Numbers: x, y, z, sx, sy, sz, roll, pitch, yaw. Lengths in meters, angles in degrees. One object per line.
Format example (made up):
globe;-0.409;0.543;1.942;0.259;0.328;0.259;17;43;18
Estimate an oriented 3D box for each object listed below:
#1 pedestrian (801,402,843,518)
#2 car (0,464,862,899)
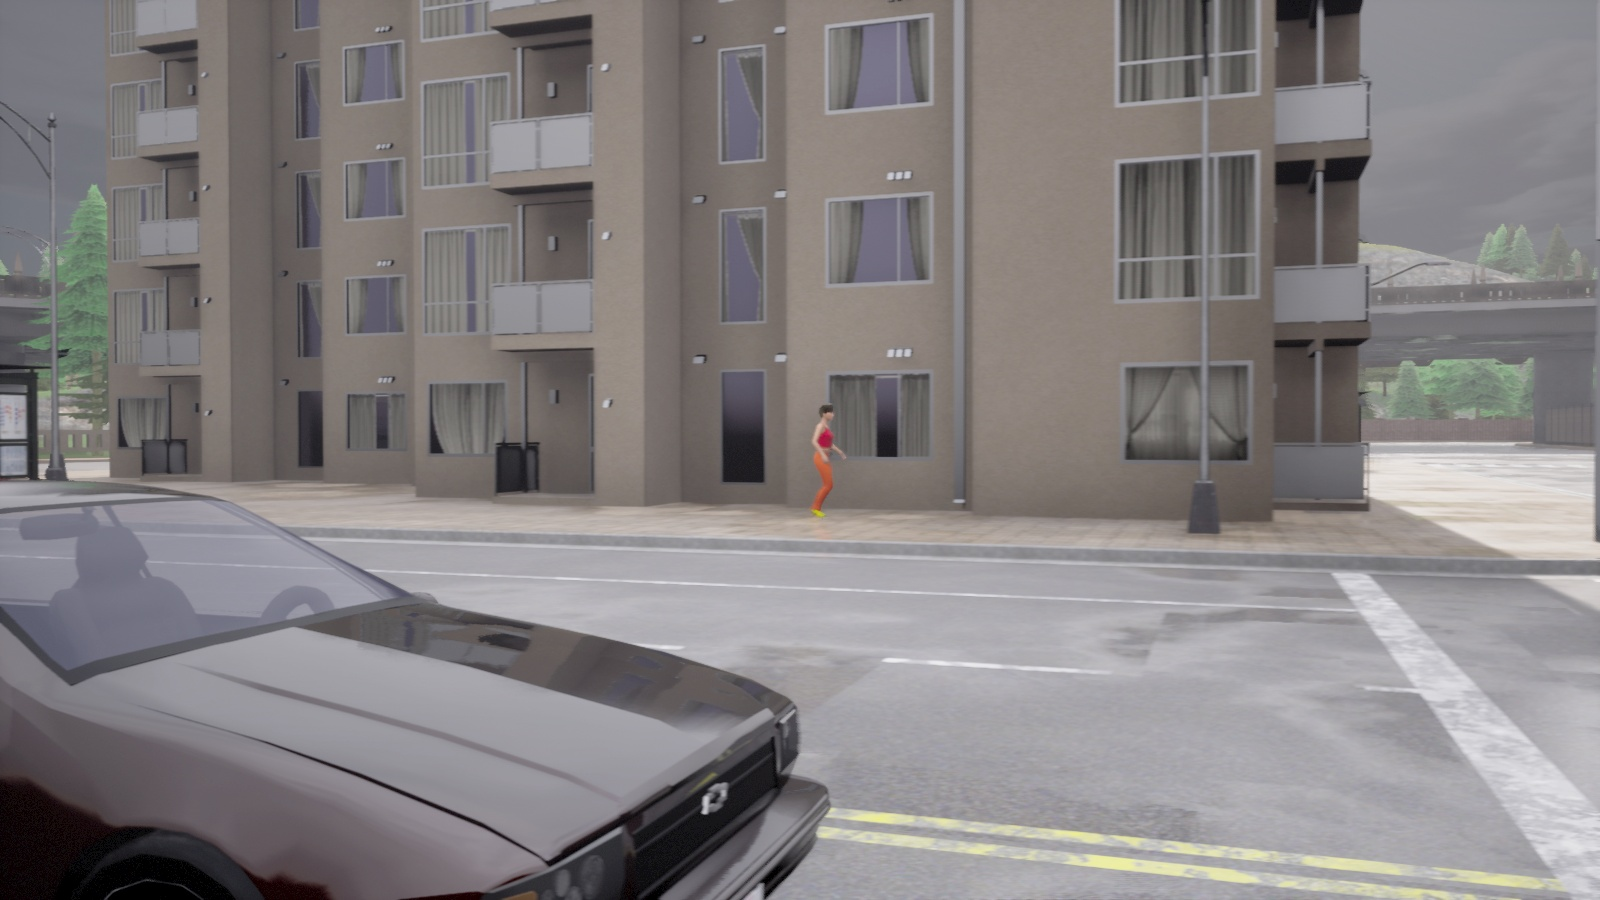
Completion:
pedestrian;0.353;0.154;20.034;0.594;1.836;0.345;1;1;18
car;-2.658;0.791;4.088;5.357;1.411;2.033;1;1;19
